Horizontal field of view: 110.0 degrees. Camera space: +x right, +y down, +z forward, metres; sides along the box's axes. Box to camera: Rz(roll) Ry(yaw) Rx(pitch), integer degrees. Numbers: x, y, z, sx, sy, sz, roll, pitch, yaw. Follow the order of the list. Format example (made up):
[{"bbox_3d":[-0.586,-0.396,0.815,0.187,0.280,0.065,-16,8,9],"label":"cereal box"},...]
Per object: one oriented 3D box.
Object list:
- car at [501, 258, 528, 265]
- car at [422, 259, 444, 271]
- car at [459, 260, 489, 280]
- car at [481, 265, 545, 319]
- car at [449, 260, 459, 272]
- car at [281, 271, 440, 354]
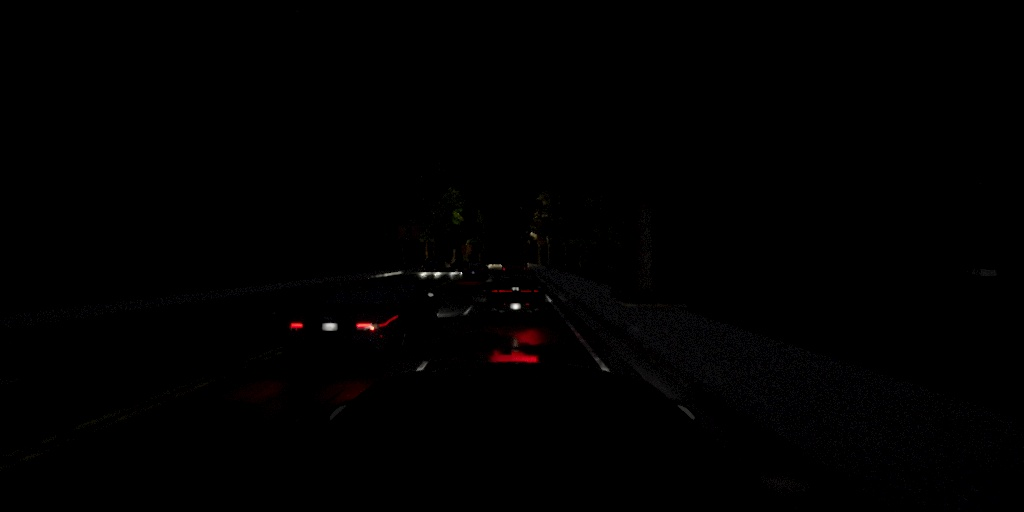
[{"bbox_3d":[0.197,1.033,28.640,2.097,1.767,4.553,0,0,0],"label":"car"},{"bbox_3d":[-9.657,1.132,44.246,1.882,1.535,5.008,0,0,0],"label":"car"},{"bbox_3d":[-3.039,1.149,30.645,1.882,1.535,5.008,0,0,0],"label":"car"},{"bbox_3d":[0.123,1.221,12.723,1.837,1.490,4.892,0,-1,0],"label":"car"},{"bbox_3d":[-6.412,1.205,44.210,2.033,1.411,5.357,0,0,0],"label":"car"},{"bbox_3d":[-3.161,1.272,8.745,2.033,1.411,5.357,0,0,0],"label":"car"}]
